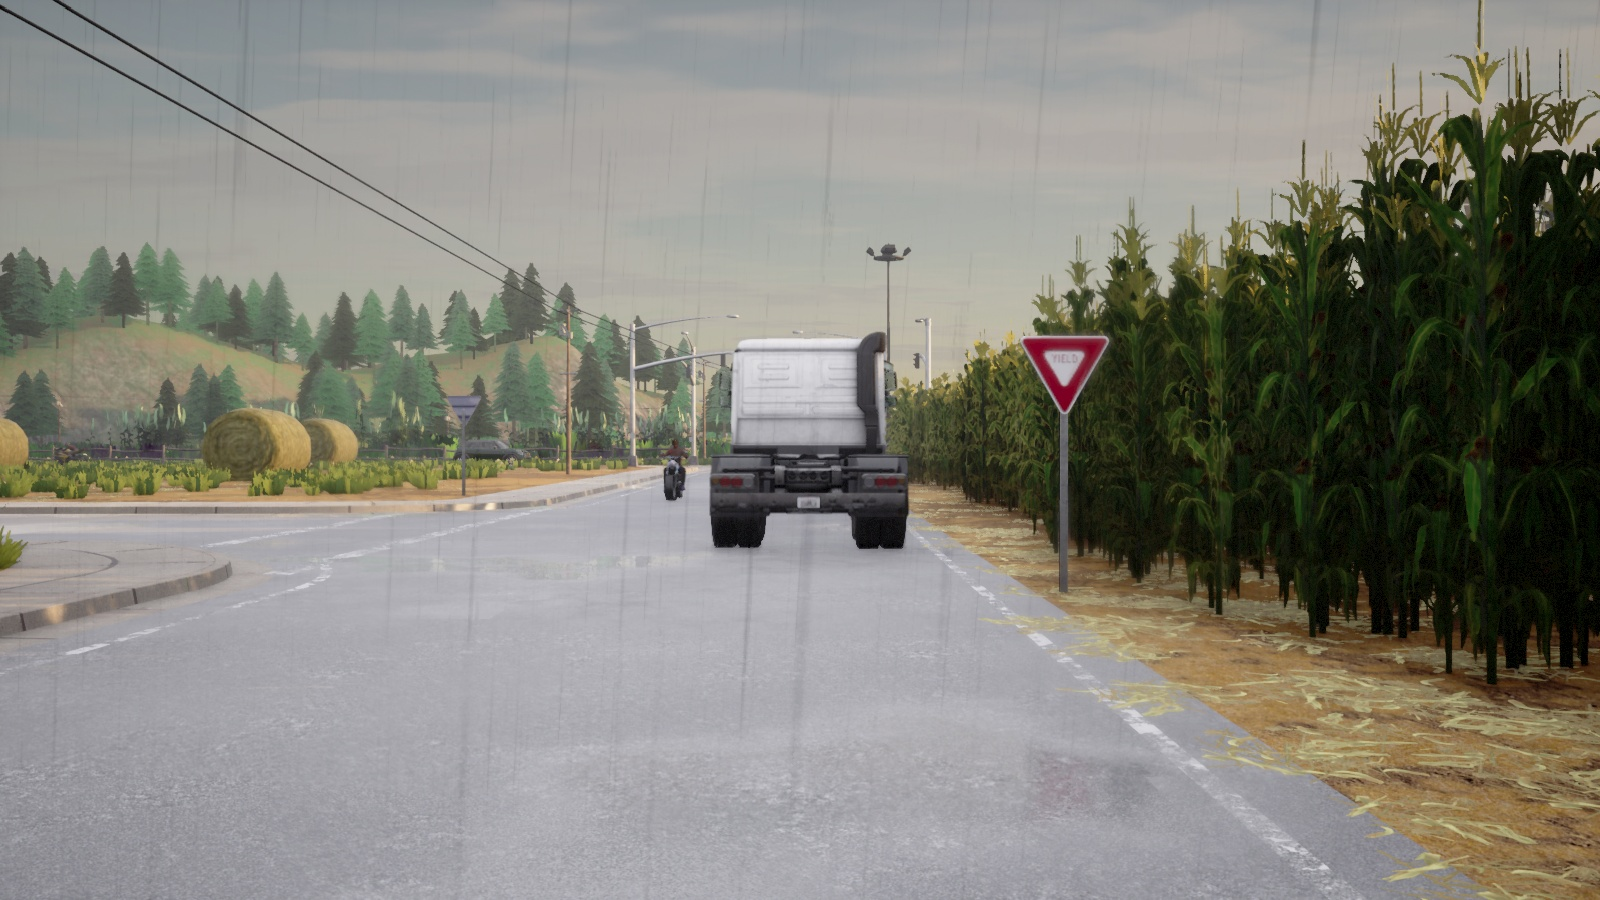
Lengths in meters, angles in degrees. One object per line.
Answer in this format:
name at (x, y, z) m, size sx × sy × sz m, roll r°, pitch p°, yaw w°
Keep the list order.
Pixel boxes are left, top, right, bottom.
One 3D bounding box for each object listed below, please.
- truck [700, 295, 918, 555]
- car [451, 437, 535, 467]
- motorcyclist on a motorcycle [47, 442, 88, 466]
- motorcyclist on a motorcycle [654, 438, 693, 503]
truck at (0.135, -0.353, 20.665) m, size 2.891 × 3.462 × 7.936 m, roll 0°, pitch 0°, yaw 0°
car at (-18.604, 0.125, 76.230) m, size 4.553 × 1.767 × 2.097 m, roll 0°, pitch 0°, yaw 3°
motorcyclist on a motorcycle at (-47.456, 0.249, 81.394) m, size 2.191 × 1.530 × 0.866 m, roll 0°, pitch 0°, yaw 3°
motorcyclist on a motorcycle at (-3.302, 0.508, 32.977) m, size 0.766 × 1.649 × 2.350 m, roll 0°, pitch 0°, yaw 1°
